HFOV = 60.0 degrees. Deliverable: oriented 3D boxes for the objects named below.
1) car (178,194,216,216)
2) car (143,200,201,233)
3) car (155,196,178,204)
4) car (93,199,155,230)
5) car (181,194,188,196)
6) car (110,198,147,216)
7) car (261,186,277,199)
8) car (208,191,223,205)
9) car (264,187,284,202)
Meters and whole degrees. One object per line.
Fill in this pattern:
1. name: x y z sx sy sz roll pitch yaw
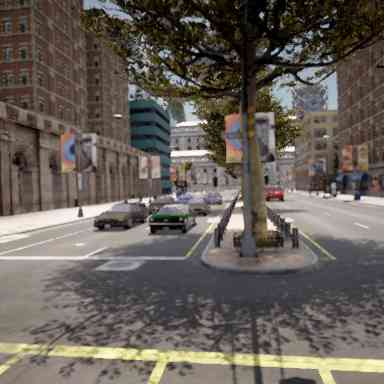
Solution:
1. car: 0.538 1.165 27.689 2.033 1.411 5.357 -1 1 9
2. car: -0.918 1.386 18.149 1.895 1.301 4.718 -1 1 9
3. car: -2.593 1.171 30.360 1.837 1.490 4.892 -1 1 9
4. car: -4.116 1.389 20.399 2.033 1.411 5.357 -1 1 9
5. car: -0.725 0.979 42.438 1.812 1.442 4.674 -1 1 9
6. car: -5.736 1.343 30.630 1.895 1.301 4.718 -1 1 9
7. car: 13.245 0.096 57.281 2.150 2.045 5.566 -1 1 9
8. car: 2.674 0.727 41.555 2.097 1.767 4.553 -1 1 9
9. car: 11.671 0.277 46.983 2.150 2.045 5.566 -1 1 9
